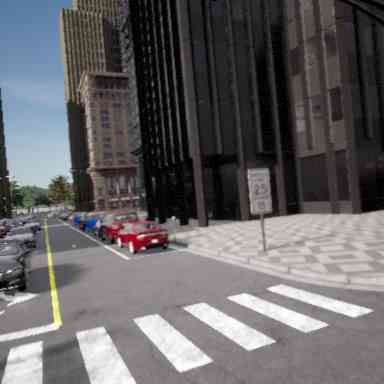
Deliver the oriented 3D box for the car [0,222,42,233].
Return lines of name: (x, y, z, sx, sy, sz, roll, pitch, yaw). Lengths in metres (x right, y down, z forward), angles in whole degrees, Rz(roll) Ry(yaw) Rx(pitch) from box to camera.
car: (-11.573, 3.102, 22.675, 2.033, 1.411, 5.357, -5, -1, -24)

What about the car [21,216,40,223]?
car: (-20.313, 4.263, 42.598, 2.033, 1.411, 5.357, -5, -1, -24)

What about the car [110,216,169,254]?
car: (-2.569, 2.157, 16.770, 1.887, 1.381, 4.507, -6, -1, -24)

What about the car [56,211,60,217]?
car: (-33.682, 6.221, 86.844, 1.752, 1.417, 4.829, -6, -1, -24)

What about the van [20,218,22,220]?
van: (-24.209, 4.452, 44.518, 1.690, 1.788, 3.998, -6, -1, -24)

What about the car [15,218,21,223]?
car: (-22.218, 4.289, 40.057, 1.967, 1.590, 4.097, -6, -1, -24)

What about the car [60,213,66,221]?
car: (-25.175, 5.163, 67.693, 1.947, 1.339, 4.313, -6, -1, -24)

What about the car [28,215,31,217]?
car: (-34.757, 6.042, 68.324, 1.887, 1.381, 4.507, -6, -1, -24)

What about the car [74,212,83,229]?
car: (-10.817, 3.020, 35.356, 2.192, 1.841, 5.009, -6, -1, -24)

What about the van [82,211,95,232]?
van: (-8.759, 2.773, 30.710, 1.690, 1.788, 3.998, -6, -1, -24)

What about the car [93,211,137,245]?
car: (-4.649, 2.202, 21.419, 2.192, 1.841, 5.009, -6, -1, -24)

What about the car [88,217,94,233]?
car: (-6.677, 2.740, 26.061, 1.802, 1.307, 4.206, -6, -1, -24)

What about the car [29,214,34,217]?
car: (-41.294, 6.891, 83.048, 2.008, 1.369, 4.403, -6, -1, -24)

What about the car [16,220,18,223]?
car: (-20.228, 4.132, 35.597, 1.887, 1.381, 4.507, -6, -1, -24)

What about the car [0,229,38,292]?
car: (-6.456, 2.367, 11.134, 2.128, 1.511, 4.902, -5, -1, -23)

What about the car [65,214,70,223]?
car: (-18.850, 4.348, 53.448, 1.802, 1.307, 4.206, -6, -1, -24)

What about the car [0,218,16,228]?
car: (-18.272, 3.641, 31.140, 2.192, 1.841, 5.009, -6, -1, -24)

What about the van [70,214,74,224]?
van: (-14.926, 3.589, 44.647, 1.690, 1.788, 3.998, -6, -1, -24)
